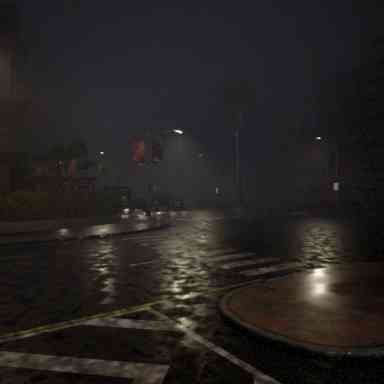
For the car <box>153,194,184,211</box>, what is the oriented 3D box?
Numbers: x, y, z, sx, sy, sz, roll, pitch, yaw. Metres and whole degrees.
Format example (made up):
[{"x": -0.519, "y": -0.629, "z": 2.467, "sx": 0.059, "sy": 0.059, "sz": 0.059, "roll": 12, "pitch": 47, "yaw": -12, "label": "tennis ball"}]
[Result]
[{"x": -3.195, "y": 1.221, "z": 41.829, "sx": 2.150, "sy": 2.045, "sz": 5.566, "roll": 0, "pitch": 0, "yaw": -35, "label": "car"}]

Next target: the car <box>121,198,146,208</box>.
[{"x": -8.782, "y": 1.601, "z": 49.841, "sx": 1.895, "sy": 1.301, "sz": 4.718, "roll": 0, "pitch": 0, "yaw": -34, "label": "car"}]

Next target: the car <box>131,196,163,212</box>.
[{"x": -5.641, "y": 1.526, "z": 39.190, "sx": 1.812, "sy": 1.442, "sz": 4.674, "roll": 0, "pitch": 0, "yaw": -35, "label": "car"}]

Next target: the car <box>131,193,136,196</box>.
[{"x": -13.392, "y": 1.220, "z": 68.456, "sx": 2.150, "sy": 2.045, "sz": 5.566, "roll": 0, "pitch": 0, "yaw": -39, "label": "car"}]
